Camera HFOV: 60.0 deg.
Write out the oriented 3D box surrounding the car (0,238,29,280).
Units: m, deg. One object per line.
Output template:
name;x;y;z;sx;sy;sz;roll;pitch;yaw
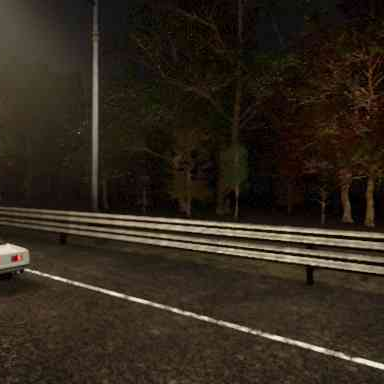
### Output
car;-6.203;1.526;8.386;4.718;1.301;1.895;1;0;35
